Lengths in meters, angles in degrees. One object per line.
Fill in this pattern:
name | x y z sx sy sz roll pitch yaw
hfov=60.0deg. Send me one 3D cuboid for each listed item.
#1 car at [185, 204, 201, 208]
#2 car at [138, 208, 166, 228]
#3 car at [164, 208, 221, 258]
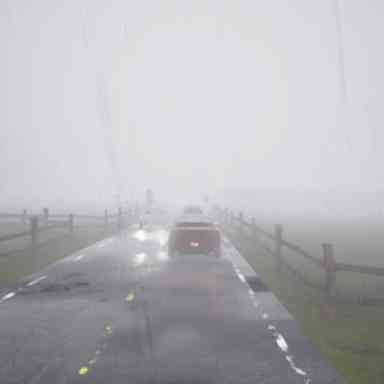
car | 0.091 1.901 30.549 1.837 1.490 4.892 0 -1 0
car | -2.850 1.927 25.286 1.895 1.301 4.718 0 -1 0
car | 0.091 1.653 13.648 1.882 1.535 5.008 0 -1 0
